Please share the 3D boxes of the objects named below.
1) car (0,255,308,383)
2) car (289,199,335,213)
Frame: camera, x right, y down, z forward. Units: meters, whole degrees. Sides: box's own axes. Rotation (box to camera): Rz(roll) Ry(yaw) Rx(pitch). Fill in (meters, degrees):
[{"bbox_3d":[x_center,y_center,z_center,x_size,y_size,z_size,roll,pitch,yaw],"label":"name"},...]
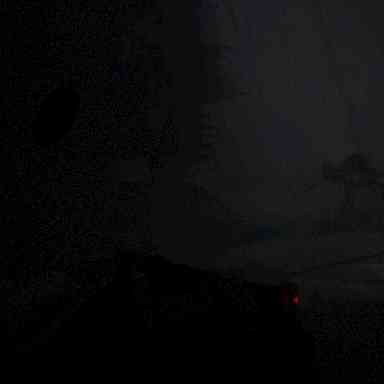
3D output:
[{"bbox_3d":[-0.905,1.547,3.924,5.357,1.411,2.033,0,0,-35],"label":"car"},{"bbox_3d":[12.963,1.465,36.247,1.882,1.535,5.008,0,0,-35],"label":"car"}]
